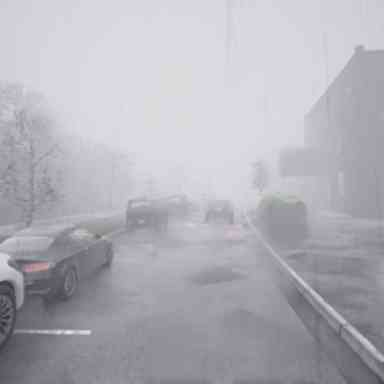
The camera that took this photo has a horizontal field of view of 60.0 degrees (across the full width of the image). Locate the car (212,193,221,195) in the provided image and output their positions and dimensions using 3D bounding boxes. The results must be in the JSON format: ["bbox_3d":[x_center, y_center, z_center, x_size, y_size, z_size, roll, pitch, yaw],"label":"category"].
[{"bbox_3d":[3.636,1.245,64.521,2.435,2.045,5.566,0,0,9],"label":"car"}]

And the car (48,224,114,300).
[{"bbox_3d":[-3.399,1.521,8.342,2.002,1.452,4.674,-1,1,3],"label":"car"}]

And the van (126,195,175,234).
[{"bbox_3d":[-2.449,1.257,19.555,1.878,1.987,4.442,-1,1,6],"label":"van"}]

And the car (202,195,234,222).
[{"bbox_3d":[2.197,1.347,26.199,2.097,1.767,4.553,0,0,7],"label":"car"}]

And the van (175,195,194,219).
[{"bbox_3d":[-1.233,1.254,29.433,1.878,1.987,4.442,-1,1,5],"label":"van"}]

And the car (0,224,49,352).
[{"bbox_3d":[-3.649,1.225,2.785,2.435,2.045,5.566,-1,1,-1],"label":"car"}]

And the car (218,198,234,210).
[{"bbox_3d":[4.424,1.545,42.849,1.994,1.385,4.181,0,0,8],"label":"car"}]

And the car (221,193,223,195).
[{"bbox_3d":[4.997,1.466,74.311,2.097,1.535,5.008,0,0,10],"label":"car"}]

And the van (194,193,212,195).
[{"bbox_3d":[1.206,1.267,46.973,1.878,1.987,4.442,0,0,10],"label":"van"}]

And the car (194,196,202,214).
[{"bbox_3d":[-0.339,1.507,35.884,2.163,1.488,4.792,0,1,6],"label":"car"}]
